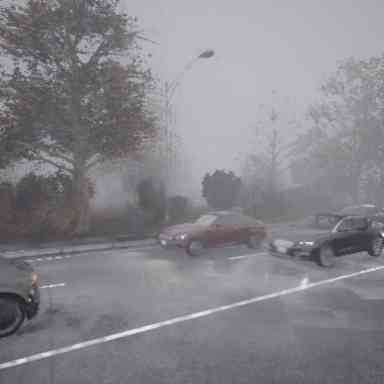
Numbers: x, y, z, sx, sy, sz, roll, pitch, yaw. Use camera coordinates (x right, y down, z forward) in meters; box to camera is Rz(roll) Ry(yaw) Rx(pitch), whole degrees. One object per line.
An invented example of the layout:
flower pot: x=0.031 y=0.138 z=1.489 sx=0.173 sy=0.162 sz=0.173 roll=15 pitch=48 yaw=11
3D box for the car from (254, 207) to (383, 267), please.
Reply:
car: x=4.755 y=1.485 z=11.431 sx=4.902 sy=1.511 sz=2.128 roll=0 pitch=0 yaw=-34

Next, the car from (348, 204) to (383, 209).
car: x=9.546 y=1.494 z=18.807 sx=4.892 sy=1.490 sz=1.837 roll=0 pitch=0 yaw=-34

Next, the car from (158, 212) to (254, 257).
car: x=0.933 y=1.516 z=13.065 sx=4.674 sy=1.442 sz=1.812 roll=0 pitch=0 yaw=-34

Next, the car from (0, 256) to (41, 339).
car: x=-4.571 y=1.559 z=4.983 sx=4.181 sy=1.385 sz=1.994 roll=0 pitch=0 yaw=-36
